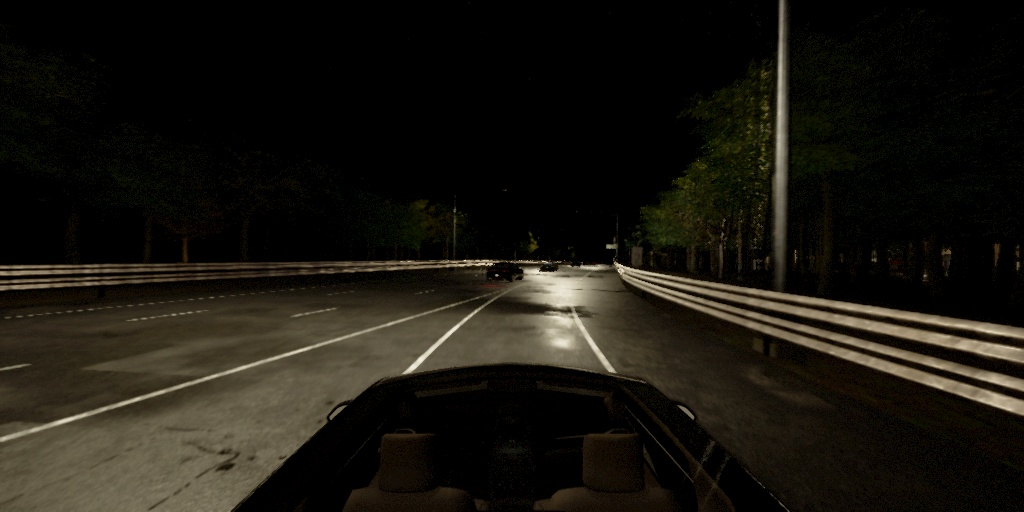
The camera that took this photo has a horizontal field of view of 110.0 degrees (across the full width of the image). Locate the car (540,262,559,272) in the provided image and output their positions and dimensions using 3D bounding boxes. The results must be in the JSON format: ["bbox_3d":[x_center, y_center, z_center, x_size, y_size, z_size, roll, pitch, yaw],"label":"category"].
[{"bbox_3d":[5.092,1.479,48.590,1.994,1.385,4.181,1,0,15],"label":"car"}]

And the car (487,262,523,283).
[{"bbox_3d":[-0.439,1.255,28.186,1.882,1.535,5.008,1,0,15],"label":"car"}]
